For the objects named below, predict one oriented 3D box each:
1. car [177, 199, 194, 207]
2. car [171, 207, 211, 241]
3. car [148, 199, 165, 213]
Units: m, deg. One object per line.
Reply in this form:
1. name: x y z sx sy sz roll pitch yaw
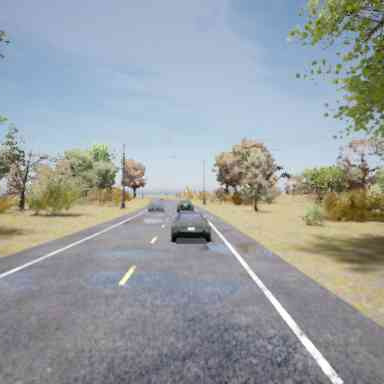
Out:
1. car: -0.888 1.682 42.589 2.097 1.767 4.553 0 -1 -3
2. car: -0.074 1.706 17.528 1.994 1.385 4.181 0 0 -1
3. car: -4.539 1.900 42.484 1.994 1.385 4.181 0 0 -3
